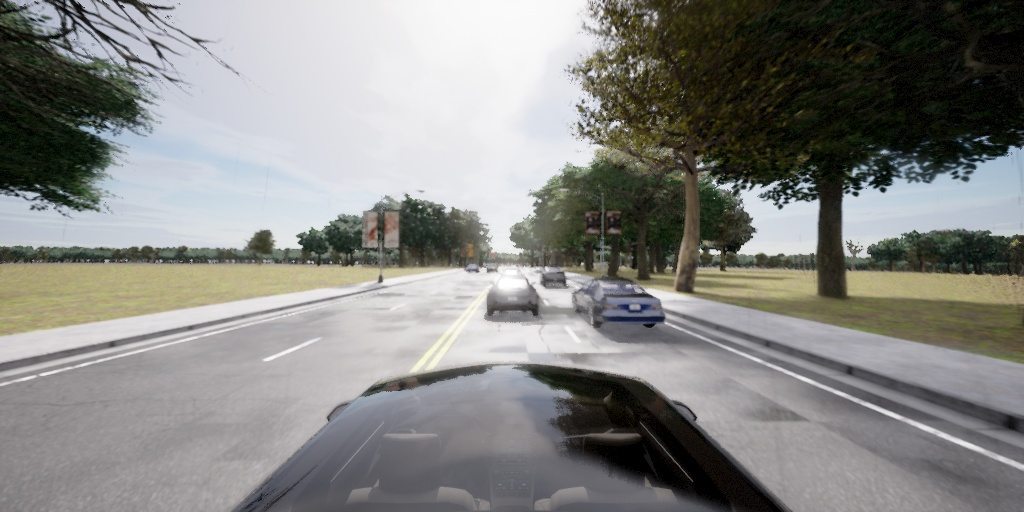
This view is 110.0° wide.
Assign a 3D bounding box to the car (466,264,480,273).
[{"bbox_3d":[-6.557,2.111,60.399,1.812,1.442,4.674,0,-1,1],"label":"car"}]

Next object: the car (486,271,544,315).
[{"bbox_3d":[0.045,1.486,14.456,1.994,1.385,4.181,0,-1,0],"label":"car"}]

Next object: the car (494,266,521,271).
[{"bbox_3d":[0.020,1.645,27.034,2.033,1.411,5.357,0,-1,1],"label":"car"}]

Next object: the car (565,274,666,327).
[{"bbox_3d":[3.275,1.436,12.035,2.033,1.411,5.357,0,-1,0],"label":"car"}]

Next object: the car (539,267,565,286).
[{"bbox_3d":[3.289,1.619,29.165,2.128,1.511,4.902,0,-1,0],"label":"car"}]

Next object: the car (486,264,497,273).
[{"bbox_3d":[-3.310,2.091,60.525,1.837,1.490,4.892,0,-1,1],"label":"car"}]
